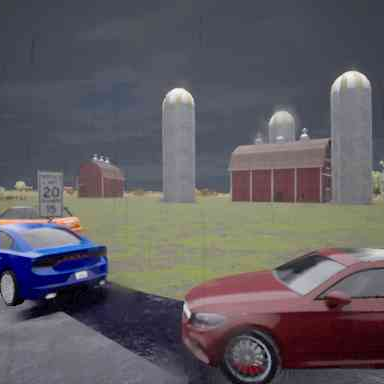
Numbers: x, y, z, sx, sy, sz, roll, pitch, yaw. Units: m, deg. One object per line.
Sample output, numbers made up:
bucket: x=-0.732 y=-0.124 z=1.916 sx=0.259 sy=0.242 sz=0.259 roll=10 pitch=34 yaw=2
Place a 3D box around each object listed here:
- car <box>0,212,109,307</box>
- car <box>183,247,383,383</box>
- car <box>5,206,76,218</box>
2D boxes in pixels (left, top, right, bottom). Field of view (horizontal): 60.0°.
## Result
car: x=-4.125 y=1.480 z=8.096 sx=5.008 sy=1.535 sz=1.882 roll=0 pitch=0 yaw=38
car: x=2.209 y=1.547 z=4.686 sx=4.674 sy=1.442 sz=1.812 roll=1 pitch=0 yaw=0
car: x=-7.066 y=1.367 z=14.098 sx=4.553 sy=1.767 sz=2.097 roll=0 pitch=0 yaw=14
